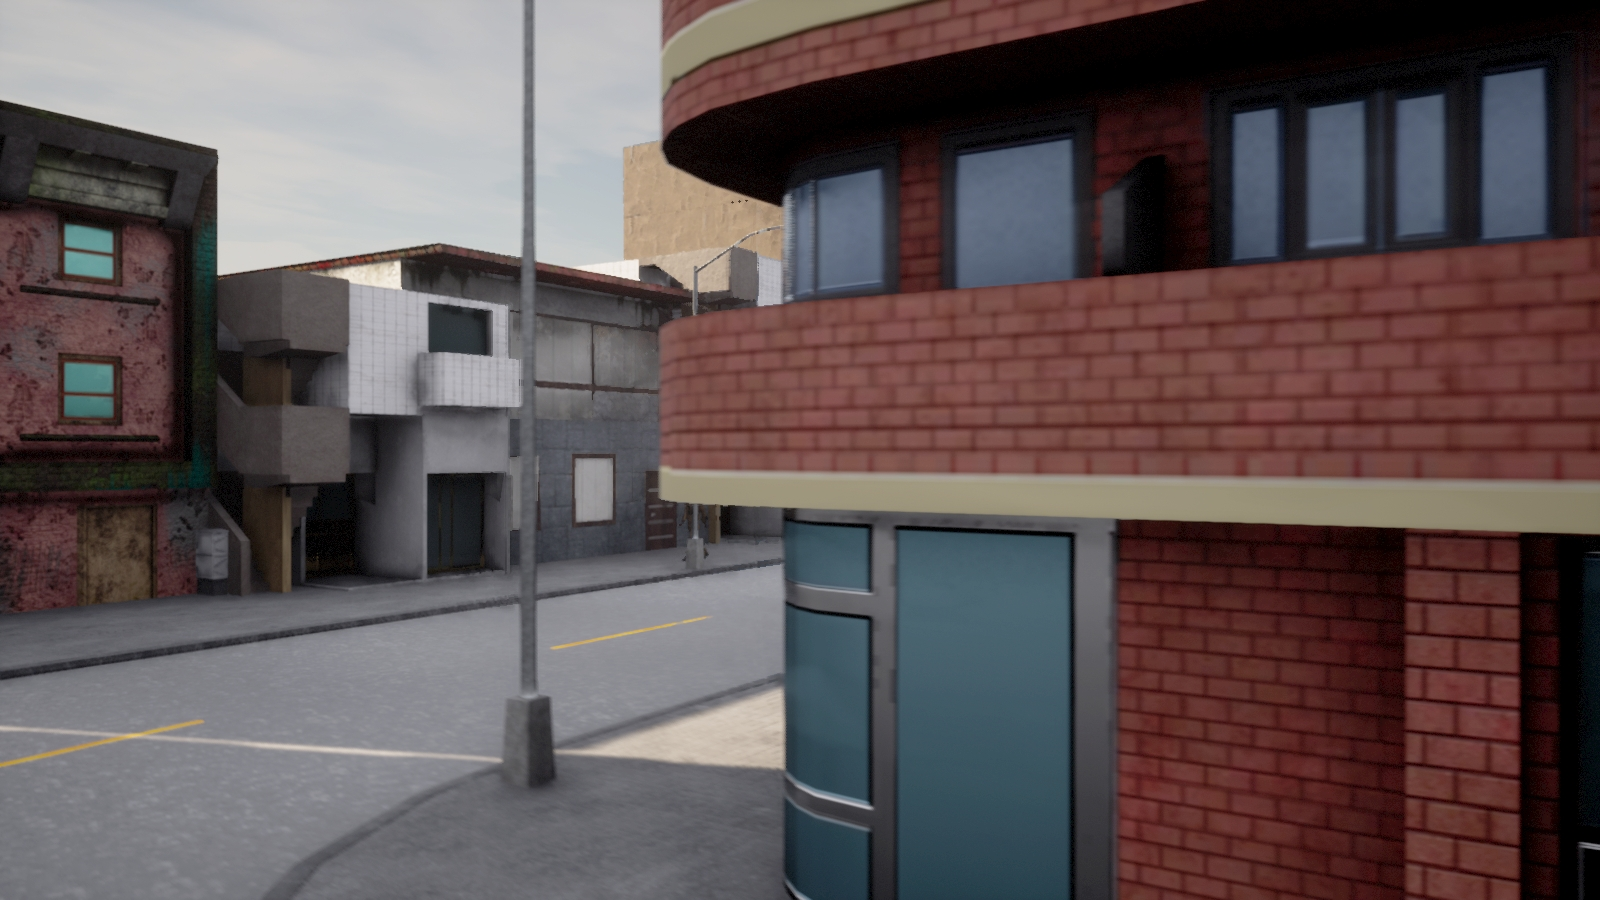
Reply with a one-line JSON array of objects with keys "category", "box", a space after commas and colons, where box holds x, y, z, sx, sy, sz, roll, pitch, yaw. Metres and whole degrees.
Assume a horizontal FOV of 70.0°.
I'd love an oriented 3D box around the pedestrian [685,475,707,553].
[{"category": "pedestrian", "box": [-2.530, 1.539, 27.755, 0.375, 1.860, 0.375, 0, 0, 33]}]
